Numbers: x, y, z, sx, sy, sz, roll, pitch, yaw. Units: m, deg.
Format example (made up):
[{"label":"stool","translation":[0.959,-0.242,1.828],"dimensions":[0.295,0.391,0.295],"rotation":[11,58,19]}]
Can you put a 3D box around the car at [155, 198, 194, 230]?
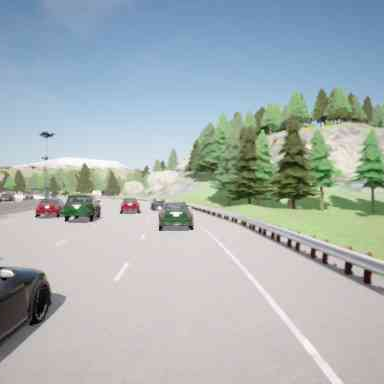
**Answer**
[{"label":"car","translation":[-1.127,1.353,21.373],"dimensions":[2.097,1.767,4.553],"rotation":[0,0,-6]}]

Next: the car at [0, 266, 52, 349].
[{"label":"car","translation":[-3.527,1.568,4.430],"dimensions":[1.994,1.385,4.181],"rotation":[0,0,-1]}]

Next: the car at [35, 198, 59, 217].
[{"label":"car","translation":[-12.988,1.368,31.161],"dimensions":[2.097,1.767,4.553],"rotation":[0,0,-9]}]

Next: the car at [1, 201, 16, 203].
[{"label":"car","translation":[-36.834,1.272,66.704],"dimensions":[2.150,2.045,5.566],"rotation":[0,0,-20]}]

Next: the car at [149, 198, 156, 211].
[{"label":"car","translation":[-4.237,1.497,41.851],"dimensions":[2.128,1.511,4.902],"rotation":[0,0,-11]}]

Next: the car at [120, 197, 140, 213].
[{"label":"car","translation":[-6.960,1.361,37.439],"dimensions":[2.097,1.767,4.553],"rotation":[0,0,-10]}]

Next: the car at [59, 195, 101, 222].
[{"label":"car","translation":[-8.821,1.233,27.071],"dimensions":[2.150,2.045,5.566],"rotation":[0,0,-8]}]
